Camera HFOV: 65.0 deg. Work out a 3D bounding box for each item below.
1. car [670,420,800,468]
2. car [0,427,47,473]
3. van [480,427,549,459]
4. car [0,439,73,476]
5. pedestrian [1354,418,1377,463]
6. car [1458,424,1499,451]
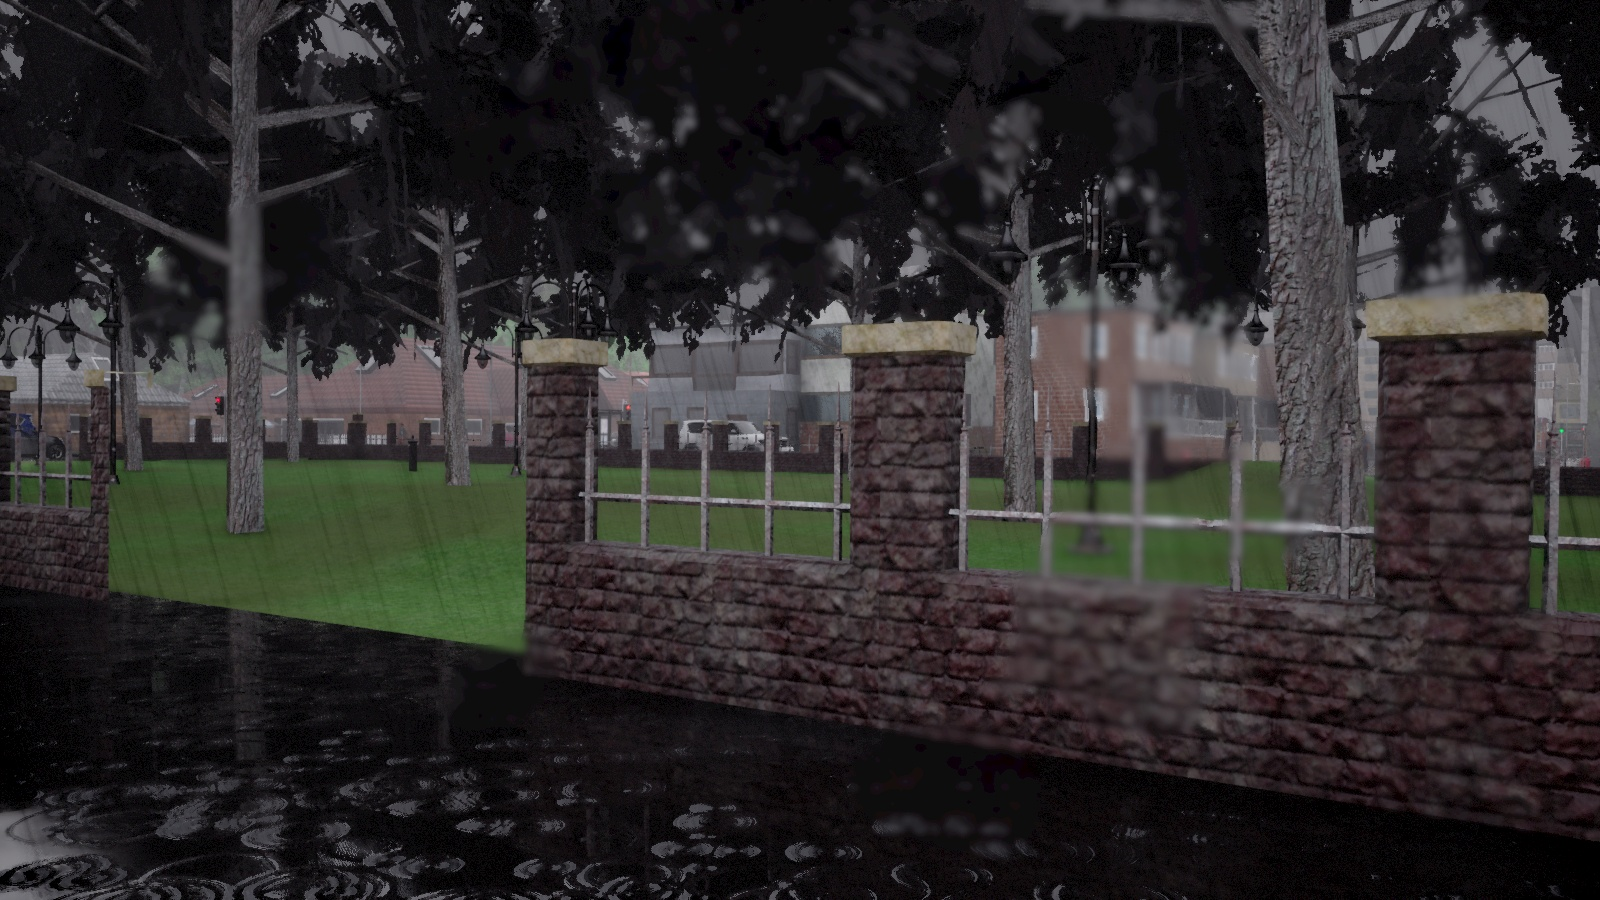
[{"bbox_3d":[-2.929,-0.284,55.757,5.566,2.045,2.150,0,1,33],"label":"car"},{"bbox_3d":[-36.748,0.026,55.470,2.150,2.045,5.566,0,1,34],"label":"car"},{"bbox_3d":[-18.733,-0.473,82.522,1.775,1.987,4.442,0,1,34],"label":"van"},{"bbox_3d":[-33.263,0.317,53.399,1.845,1.501,3.633,0,1,32],"label":"car"},{"bbox_3d":[23.580,-0.408,52.409,0.694,1.848,0.540,-1,1,-6],"label":"pedestrian"},{"bbox_3d":[41.692,-0.800,77.092,1.851,1.617,3.988,0,1,34],"label":"car"}]
